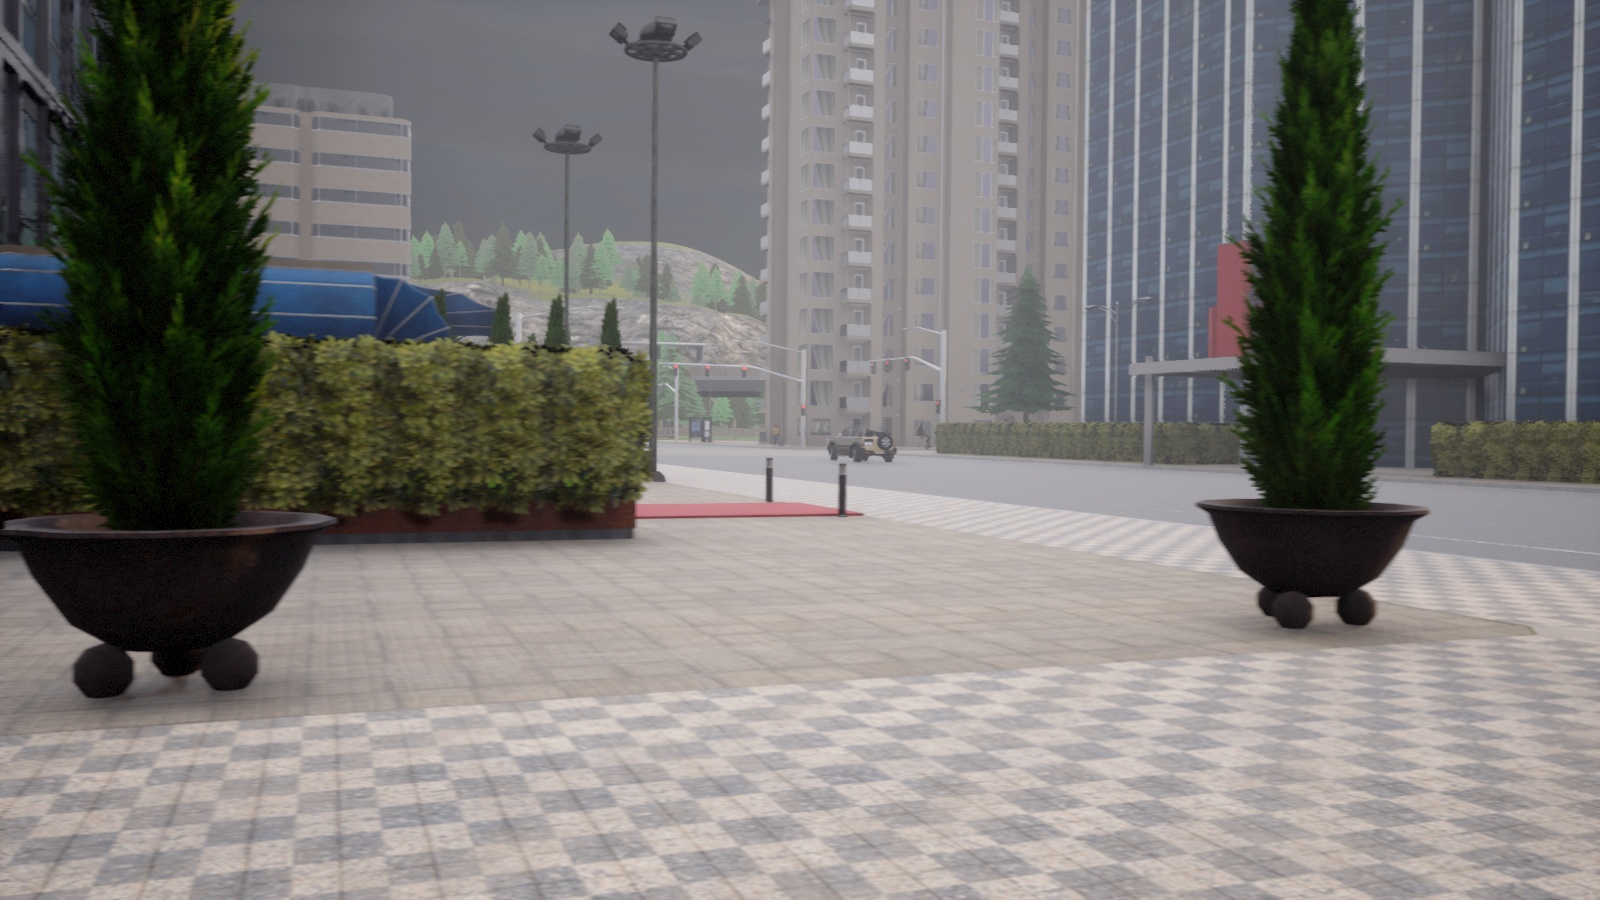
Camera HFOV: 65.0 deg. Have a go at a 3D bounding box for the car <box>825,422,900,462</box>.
[{"bbox_3d":[2.984,-0.411,61.055,1.932,1.855,4.605,-1,1,-21],"label":"car"}]
